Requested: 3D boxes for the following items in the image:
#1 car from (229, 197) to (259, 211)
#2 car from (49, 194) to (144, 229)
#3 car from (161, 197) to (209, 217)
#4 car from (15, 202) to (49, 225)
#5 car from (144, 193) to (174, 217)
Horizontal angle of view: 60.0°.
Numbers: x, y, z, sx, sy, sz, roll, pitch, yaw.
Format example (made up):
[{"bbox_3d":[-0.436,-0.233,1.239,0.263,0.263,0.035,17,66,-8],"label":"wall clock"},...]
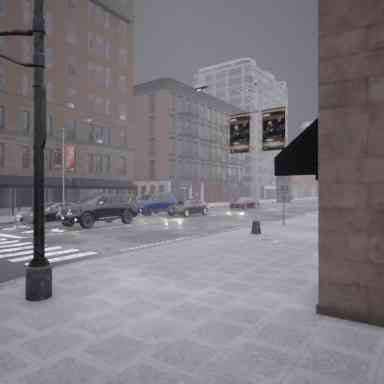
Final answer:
[{"bbox_3d":[6.174,1.327,39.117,1.882,1.535,5.008,0,1,35],"label":"car"},{"bbox_3d":[-6.045,1.161,21.888,2.150,2.045,5.566,0,0,35],"label":"car"},{"bbox_3d":[-0.312,1.402,29.983,1.837,1.490,4.892,0,0,35],"label":"car"},{"bbox_3d":[-9.430,1.442,22.733,2.128,1.511,4.902,0,0,35],"label":"car"},{"bbox_3d":[-3.664,1.132,30.870,2.150,2.045,5.566,0,0,35],"label":"car"}]
